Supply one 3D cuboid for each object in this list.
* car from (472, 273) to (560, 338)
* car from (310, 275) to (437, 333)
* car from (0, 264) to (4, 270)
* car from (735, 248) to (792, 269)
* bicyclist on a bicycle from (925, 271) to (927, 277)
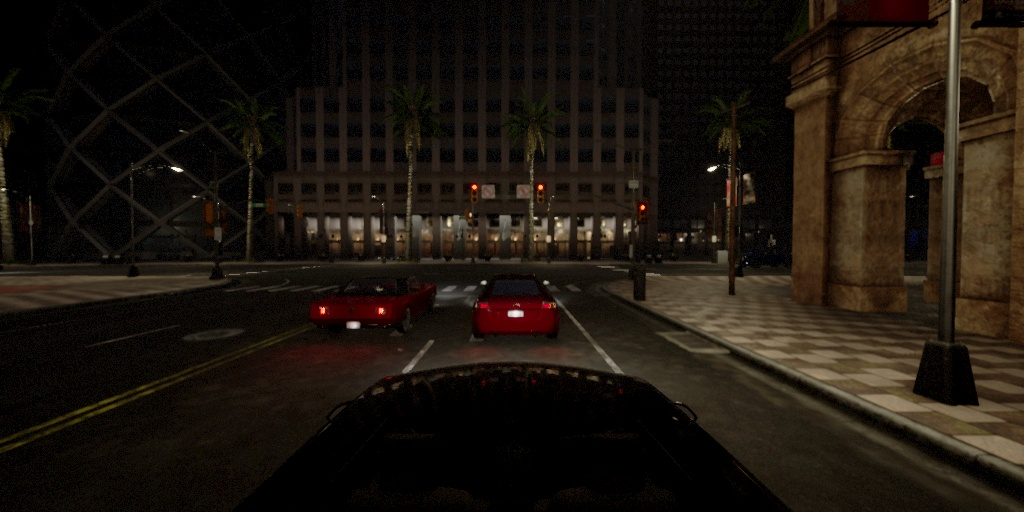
[{"bbox_3d":[0.082,1.135,9.504,1.994,1.385,4.181,0,1,0],"label":"car"},{"bbox_3d":[-3.417,1.162,9.968,1.895,1.301,4.718,0,1,0],"label":"car"},{"bbox_3d":[-43.318,0.713,27.978,4.181,1.385,1.994,-1,1,-27],"label":"car"},{"bbox_3d":[24.900,0.208,35.059,5.566,2.045,2.150,0,1,0],"label":"car"},{"bbox_3d":[24.677,0.618,20.584,0.582,1.620,1.656,0,1,0],"label":"bicyclist on a bicycle"}]
